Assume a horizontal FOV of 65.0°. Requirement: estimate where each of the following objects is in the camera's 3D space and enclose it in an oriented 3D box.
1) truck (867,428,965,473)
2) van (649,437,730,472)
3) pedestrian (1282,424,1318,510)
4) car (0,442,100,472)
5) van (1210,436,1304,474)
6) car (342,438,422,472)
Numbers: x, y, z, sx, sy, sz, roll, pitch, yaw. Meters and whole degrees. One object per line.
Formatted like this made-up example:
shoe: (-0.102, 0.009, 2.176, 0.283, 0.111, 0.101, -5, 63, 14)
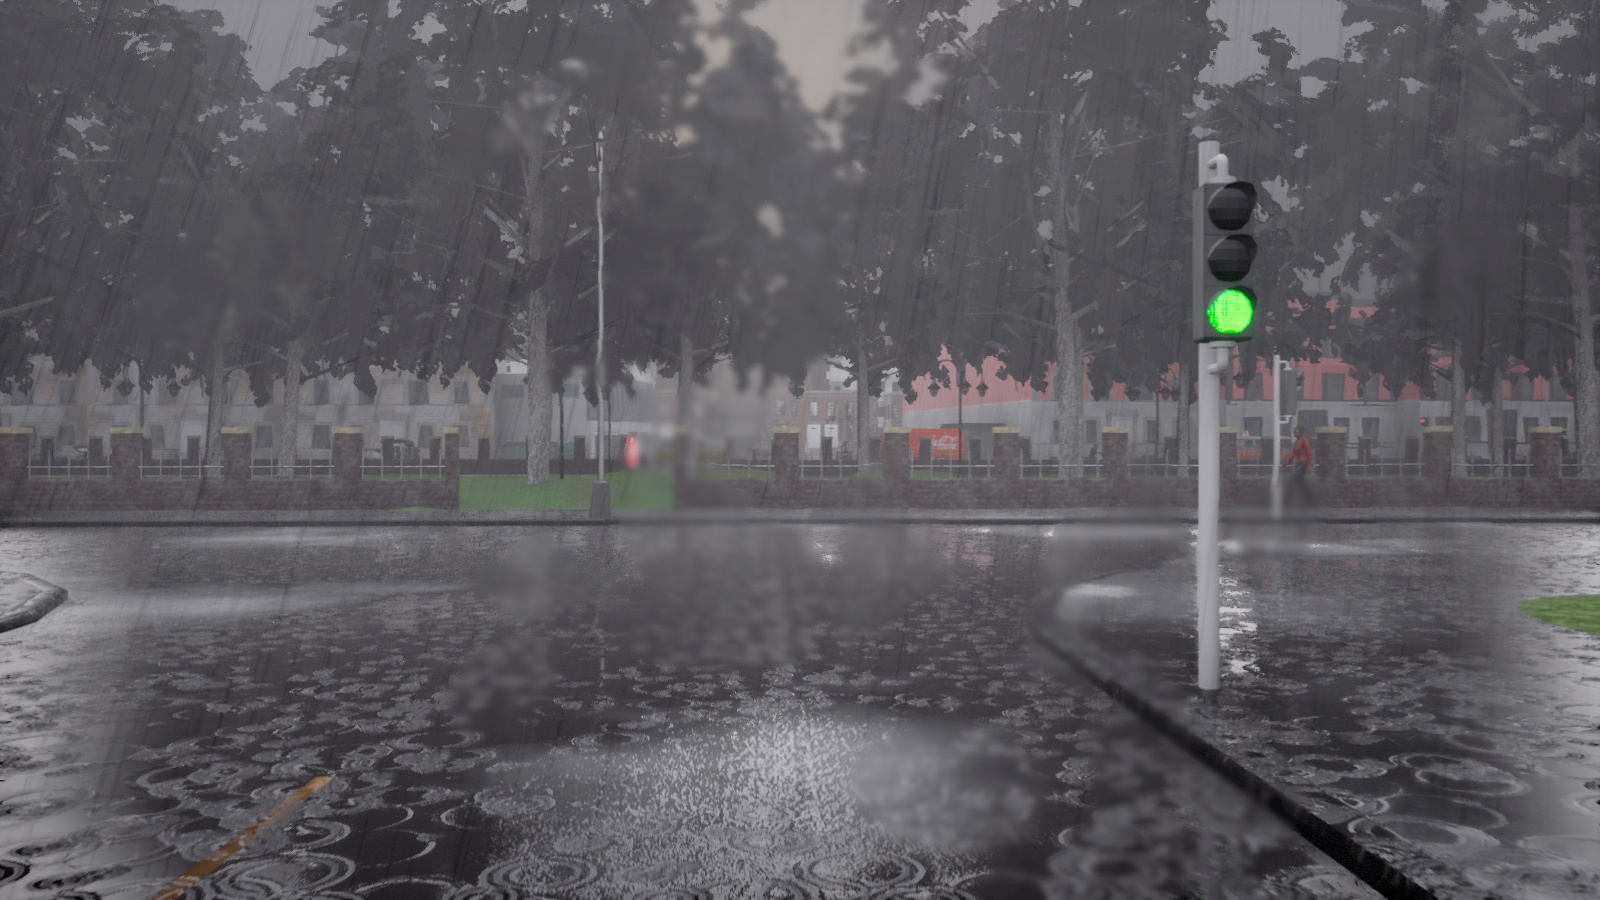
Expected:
truck: (6.516, 0.010, 71.004, 5.204, 2.467, 2.627, 0, 0, -1)
van: (-6.193, 0.242, 70.675, 4.442, 1.987, 1.775, 0, 0, -1)
pedestrian: (10.800, 0.367, 27.131, 0.636, 1.846, 0.331, 0, 0, 1)
car: (-41.861, 0.398, 69.714, 4.856, 1.649, 2.033, 0, 0, -2)
van: (24.526, 0.275, 67.483, 4.442, 1.987, 1.775, 0, 0, -1)
car: (-23.338, 0.275, 70.220, 3.866, 1.878, 1.905, 0, 0, -2)
